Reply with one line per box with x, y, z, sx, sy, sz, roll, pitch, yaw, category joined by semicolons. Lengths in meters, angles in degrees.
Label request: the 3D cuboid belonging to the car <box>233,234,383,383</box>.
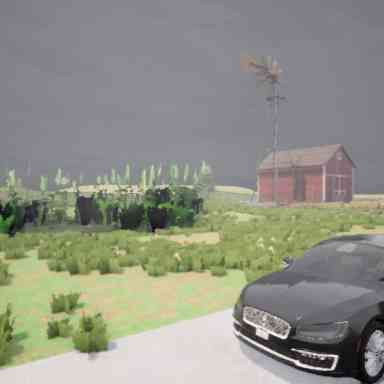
2.851;1.518;5.495;4.892;1.490;1.837;1;0;-35;car
